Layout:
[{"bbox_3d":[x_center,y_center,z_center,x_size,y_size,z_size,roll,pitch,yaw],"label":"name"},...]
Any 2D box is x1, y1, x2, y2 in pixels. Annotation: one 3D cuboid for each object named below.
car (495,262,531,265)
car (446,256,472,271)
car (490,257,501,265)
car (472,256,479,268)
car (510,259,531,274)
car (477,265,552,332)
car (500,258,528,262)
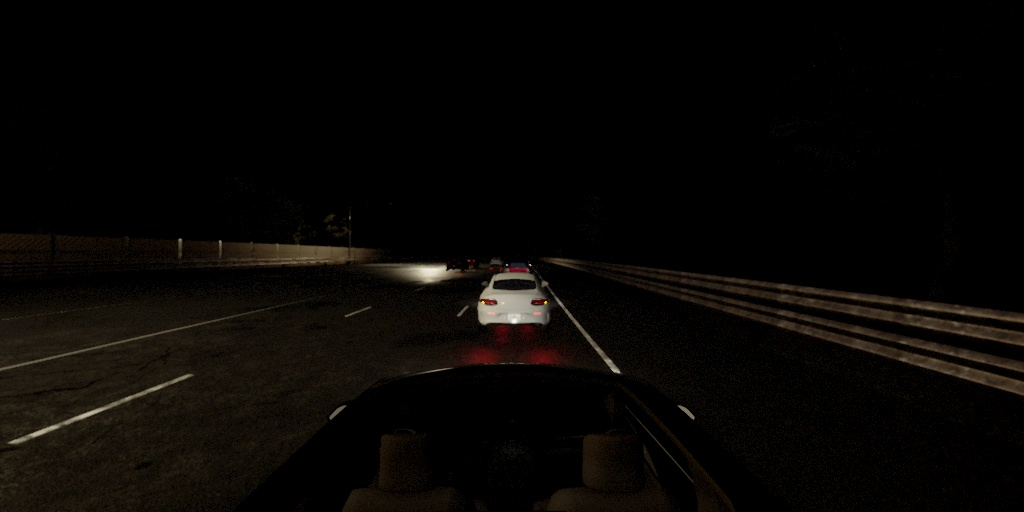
[{"bbox_3d":[0.241,1.155,17.818,1.895,1.301,4.718,0,1,2],"label":"car"},{"bbox_3d":[-6.015,0.881,40.075,1.882,1.535,5.008,0,0,2],"label":"car"},{"bbox_3d":[-2.211,0.911,53.415,1.812,1.442,4.674,0,0,1],"label":"car"},{"bbox_3d":[-5.787,0.727,49.735,2.097,1.767,4.553,0,0,1],"label":"car"},{"bbox_3d":[0.865,1.008,35.605,1.994,1.385,4.181,0,0,2],"label":"car"},{"bbox_3d":[0.083,1.163,10.266,1.812,1.442,4.674,0,1,1],"label":"car"},{"bbox_3d":[0.470,1.049,26.199,1.994,1.385,4.181,0,0,3],"label":"car"}]
